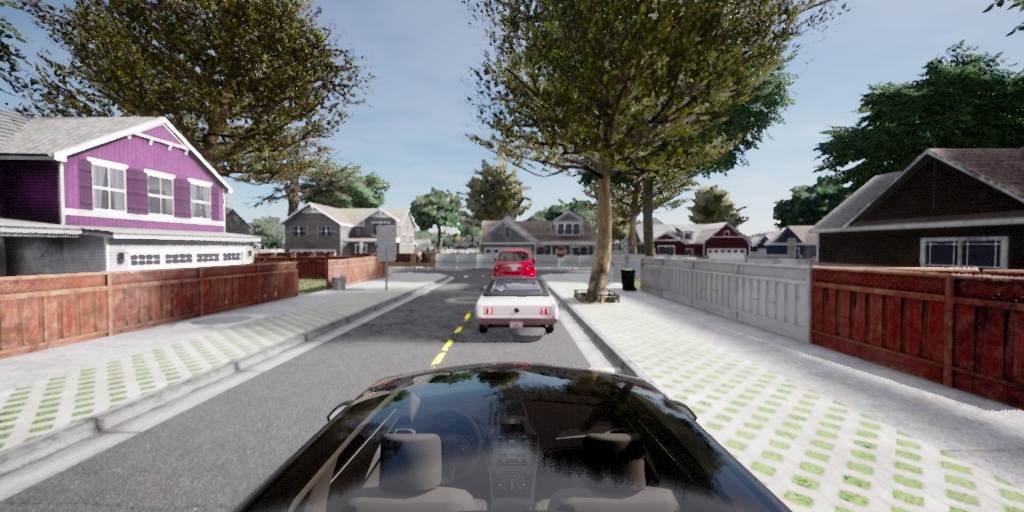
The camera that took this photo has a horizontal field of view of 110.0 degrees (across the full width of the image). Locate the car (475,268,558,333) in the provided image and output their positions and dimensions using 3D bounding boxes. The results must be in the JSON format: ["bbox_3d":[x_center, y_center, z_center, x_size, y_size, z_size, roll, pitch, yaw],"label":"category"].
[{"bbox_3d":[0.112,1.211,10.185,1.895,1.301,4.718,0,1,0],"label":"car"}]

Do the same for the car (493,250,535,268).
[{"bbox_3d":[0.125,0.667,20.132,2.150,2.045,5.566,0,1,0],"label":"car"}]

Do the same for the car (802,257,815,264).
[{"bbox_3d":[30.089,0.804,34.836,4.902,1.511,2.128,0,2,0],"label":"car"}]

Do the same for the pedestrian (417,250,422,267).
[{"bbox_3d":[-9.702,0.225,37.403,0.375,1.860,0.375,0,1,0],"label":"pedestrian"}]
